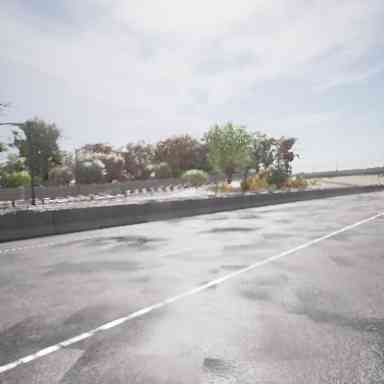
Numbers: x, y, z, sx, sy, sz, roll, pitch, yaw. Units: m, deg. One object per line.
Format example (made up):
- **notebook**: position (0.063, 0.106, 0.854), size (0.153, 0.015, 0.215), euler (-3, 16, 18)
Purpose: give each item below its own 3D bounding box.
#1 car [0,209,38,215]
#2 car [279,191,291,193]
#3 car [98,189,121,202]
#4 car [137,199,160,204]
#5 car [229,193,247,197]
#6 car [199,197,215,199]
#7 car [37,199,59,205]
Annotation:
- **car**: position (-12.355, 1.937, 22.494), size (1.837, 1.490, 4.892), euler (-3, 0, 40)
- **car**: position (15.449, 0.557, 55.617), size (1.837, 1.490, 4.892), euler (-3, 0, 40)
- **car**: position (-15.715, 0.651, 63.649), size (2.150, 2.045, 5.566), euler (-3, 3, 19)
- **car**: position (-5.453, 1.627, 41.634), size (1.994, 1.385, 4.181), euler (-3, 0, 40)
- **car**: position (7.946, 0.908, 57.575), size (1.837, 1.490, 4.892), euler (-3, 0, 40)
- **car**: position (1.672, 1.276, 39.248), size (2.033, 1.411, 5.357), euler (-3, 0, 40)
- **car**: position (-20.834, 1.698, 47.593), size (1.994, 1.385, 4.181), euler (-3, 1, 17)
